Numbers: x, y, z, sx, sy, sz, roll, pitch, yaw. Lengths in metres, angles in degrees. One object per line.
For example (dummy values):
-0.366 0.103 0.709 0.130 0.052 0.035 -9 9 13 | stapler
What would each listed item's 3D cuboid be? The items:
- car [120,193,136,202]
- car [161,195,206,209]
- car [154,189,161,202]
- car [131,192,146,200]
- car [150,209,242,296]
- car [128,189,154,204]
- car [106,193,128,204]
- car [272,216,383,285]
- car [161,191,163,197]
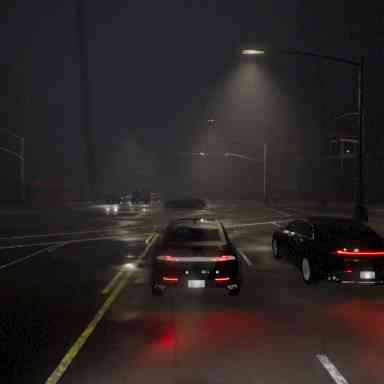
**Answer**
-10.722 0.881 56.050 1.812 1.442 4.674 0 0 0 | car
-0.686 1.123 33.546 4.181 1.385 1.994 0 1 0 | car
-7.216 0.572 57.484 2.150 2.045 5.566 0 0 0 | car
-10.715 0.815 66.453 2.128 1.511 4.902 0 0 0 | car
0.074 1.409 8.413 2.128 1.511 4.902 0 1 0 | car
-7.191 0.626 47.450 2.150 2.045 5.566 0 0 1 | car
-10.702 0.898 46.785 2.128 1.511 4.902 0 0 0 | car
3.578 1.415 9.209 1.837 1.490 4.892 0 1 0 | car
-7.206 0.541 67.920 2.150 2.045 5.566 0 0 0 | car
